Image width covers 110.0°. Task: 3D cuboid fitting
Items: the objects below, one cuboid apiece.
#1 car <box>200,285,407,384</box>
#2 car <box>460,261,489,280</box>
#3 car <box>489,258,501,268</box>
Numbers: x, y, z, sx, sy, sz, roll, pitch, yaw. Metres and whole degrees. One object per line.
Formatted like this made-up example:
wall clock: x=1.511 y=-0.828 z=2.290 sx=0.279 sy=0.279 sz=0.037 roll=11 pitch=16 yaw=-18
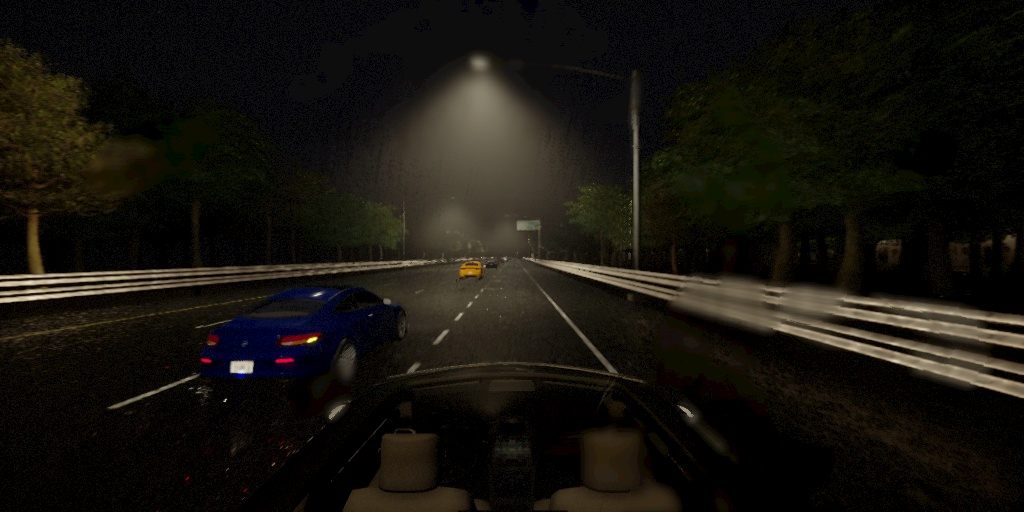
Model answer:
car: x=-3.500 y=1.277 z=6.956 sx=1.812 sy=1.442 sz=4.674 roll=0 pitch=0 yaw=0
car: x=-3.453 y=1.250 z=32.127 sx=1.882 sy=1.535 sz=5.008 roll=0 pitch=0 yaw=0
car: x=-3.320 y=1.359 z=60.104 sx=1.994 sy=1.385 sz=4.181 roll=0 pitch=0 yaw=0
